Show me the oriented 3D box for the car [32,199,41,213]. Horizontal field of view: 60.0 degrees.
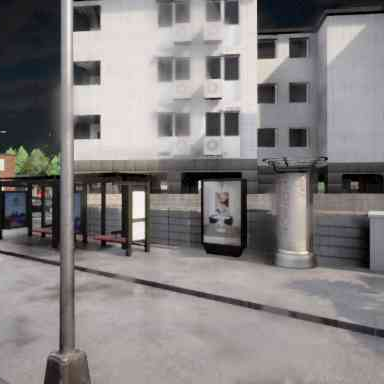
[{"bbox_3d":[-16.147,1.505,34.085,1.837,1.490,4.892,0,0,35],"label":"car"}]
